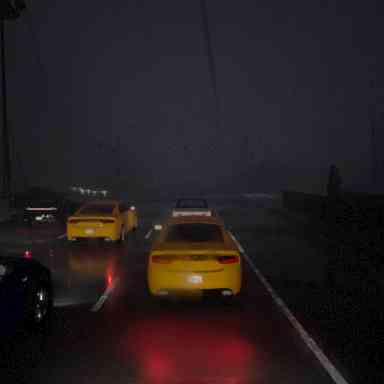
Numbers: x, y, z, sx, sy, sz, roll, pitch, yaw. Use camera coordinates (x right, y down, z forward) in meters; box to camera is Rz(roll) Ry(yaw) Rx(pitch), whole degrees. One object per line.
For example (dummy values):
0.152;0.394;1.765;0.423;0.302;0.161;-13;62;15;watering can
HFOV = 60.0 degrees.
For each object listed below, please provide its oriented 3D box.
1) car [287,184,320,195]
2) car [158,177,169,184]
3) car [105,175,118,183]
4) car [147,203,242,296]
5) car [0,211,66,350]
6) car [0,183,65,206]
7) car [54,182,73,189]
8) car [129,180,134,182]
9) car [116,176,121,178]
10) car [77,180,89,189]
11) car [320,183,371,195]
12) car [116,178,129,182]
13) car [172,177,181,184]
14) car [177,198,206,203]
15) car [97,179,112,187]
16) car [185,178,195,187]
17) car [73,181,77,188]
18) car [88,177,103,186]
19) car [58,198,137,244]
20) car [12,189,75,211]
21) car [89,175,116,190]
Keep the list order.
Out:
14.171;-0.307;41.408;4.718;1.301;1.895;0;3;2;car
-7.669;-2.827;86.067;2.128;1.511;4.902;0;3;0;car
-21.699;-3.525;89.770;2.150;2.045;5.566;0;3;0;car
0.042;1.315;8.409;1.882;1.535;5.008;0;2;0;car
-3.427;1.313;3.900;2.097;1.767;4.553;0;1;0;car
-13.152;0.349;26.924;1.882;1.535;5.008;0;3;26;car
-21.496;-0.991;53.826;1.895;1.301;4.718;0;3;0;car
-14.594;-2.230;76.563;1.895;1.301;4.718;0;3;0;car
-18.116;-2.756;79.399;2.150;2.045;5.566;0;3;0;car
-18.015;-1.362;58.664;2.128;1.511;4.902;0;3;0;car
17.662;-0.219;37.799;4.902;1.511;2.128;0;3;2;car
-14.531;-1.664;66.260;1.895;1.301;4.718;0;3;0;car
-4.169;-2.877;86.092;1.882;1.535;5.008;0;3;0;car
-0.025;0.972;17.778;1.895;1.301;4.718;0;3;0;car
-18.032;-1.881;68.808;1.812;1.442;4.674;0;3;0;car
-0.425;-1.823;67.213;2.128;1.511;4.902;0;3;0;car
-21.512;-1.581;64.005;1.994;1.385;4.181;0;3;0;car
-21.576;-2.349;74.297;2.097;1.767;4.553;0;3;0;car
-3.497;1.060;13.732;1.882;1.535;5.008;0;3;0;car
-7.026;0.864;17.642;2.128;1.511;4.902;0;3;0;car
-14.482;-1.397;54.346;2.150;2.045;5.566;0;3;-1;car
